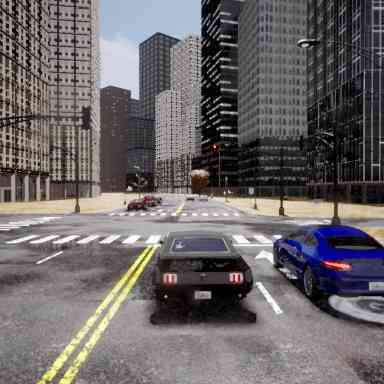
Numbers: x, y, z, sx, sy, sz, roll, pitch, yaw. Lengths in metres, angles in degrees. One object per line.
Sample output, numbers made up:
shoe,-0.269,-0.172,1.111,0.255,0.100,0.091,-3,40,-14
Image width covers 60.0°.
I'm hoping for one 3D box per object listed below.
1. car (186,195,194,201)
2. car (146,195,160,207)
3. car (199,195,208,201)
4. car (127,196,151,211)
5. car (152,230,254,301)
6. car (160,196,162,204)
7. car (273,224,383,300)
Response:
car,-0.477,1.469,80.459,1.895,1.301,4.718,0,0,-4
car,-6.551,1.299,50.611,2.097,1.767,4.553,0,0,0
car,2.772,1.397,80.574,1.812,1.442,4.674,0,0,-4
car,-6.561,1.530,40.362,1.994,1.385,4.181,0,0,0
car,0.106,1.598,8.302,1.895,1.301,4.718,0,0,-3
car,-6.540,1.416,60.902,2.128,1.511,4.902,0,0,0
car,3.349,1.523,8.272,1.812,1.442,4.674,0,0,1
